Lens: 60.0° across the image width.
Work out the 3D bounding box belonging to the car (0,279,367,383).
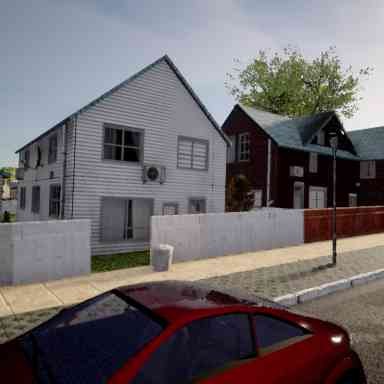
[{"bbox_3d":[-0.382,1.565,2.797,4.181,1.385,1.994,0,0,-36],"label":"car"}]
